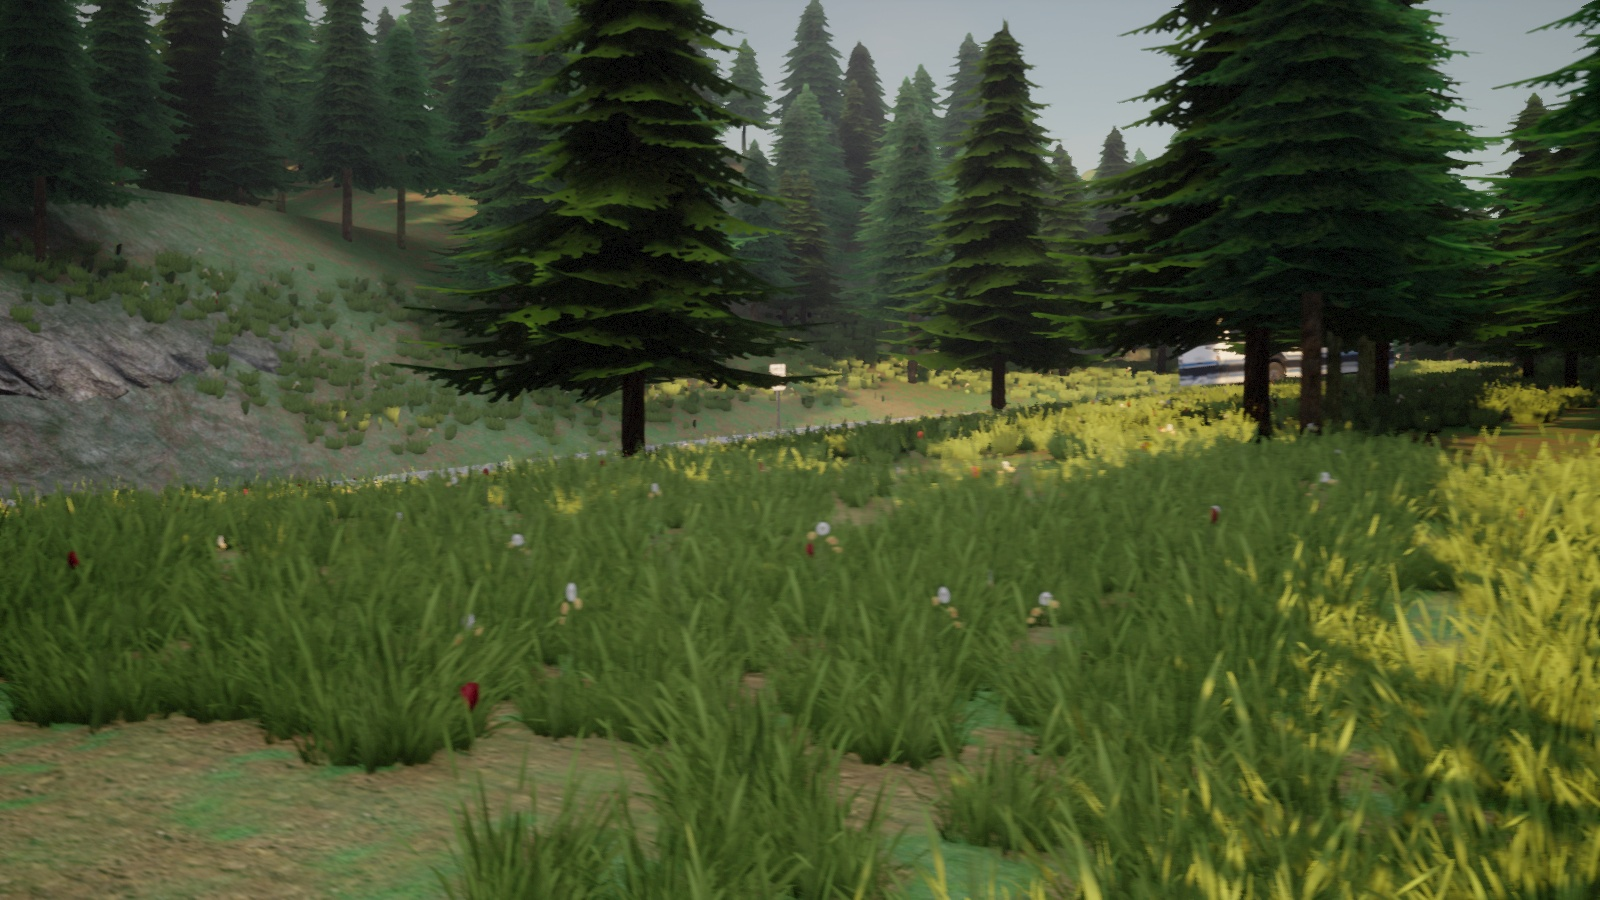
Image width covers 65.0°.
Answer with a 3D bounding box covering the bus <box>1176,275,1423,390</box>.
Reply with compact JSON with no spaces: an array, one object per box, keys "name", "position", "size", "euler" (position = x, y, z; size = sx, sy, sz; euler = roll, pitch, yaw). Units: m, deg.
[{"name":"bus","position":[23.207,-5.435,58.355],"size":[10.273,4.253,3.944],"euler":[-6,2,-19]}]
